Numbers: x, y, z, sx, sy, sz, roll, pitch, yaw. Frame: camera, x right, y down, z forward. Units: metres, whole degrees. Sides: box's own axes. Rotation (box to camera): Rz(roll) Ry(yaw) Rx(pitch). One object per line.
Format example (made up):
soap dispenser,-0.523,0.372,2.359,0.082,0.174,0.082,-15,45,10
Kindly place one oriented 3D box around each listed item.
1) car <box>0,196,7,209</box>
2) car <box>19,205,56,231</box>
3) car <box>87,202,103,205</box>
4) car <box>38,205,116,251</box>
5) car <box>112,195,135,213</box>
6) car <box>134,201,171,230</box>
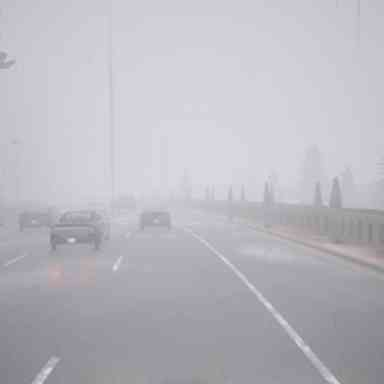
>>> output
car,-26.993,1.543,45.880,2.150,2.045,5.566,0,0,-30
car,-9.617,1.584,21.505,1.882,1.535,5.008,0,0,-12
car,-10.723,1.760,36.810,1.895,1.301,4.718,0,0,-21
car,-4.719,1.548,14.450,2.128,1.511,4.902,0,0,-9
car,-8.188,1.368,39.829,2.150,2.045,5.566,0,0,-22
car,-2.563,1.542,21.795,1.882,1.535,5.008,0,0,-12
